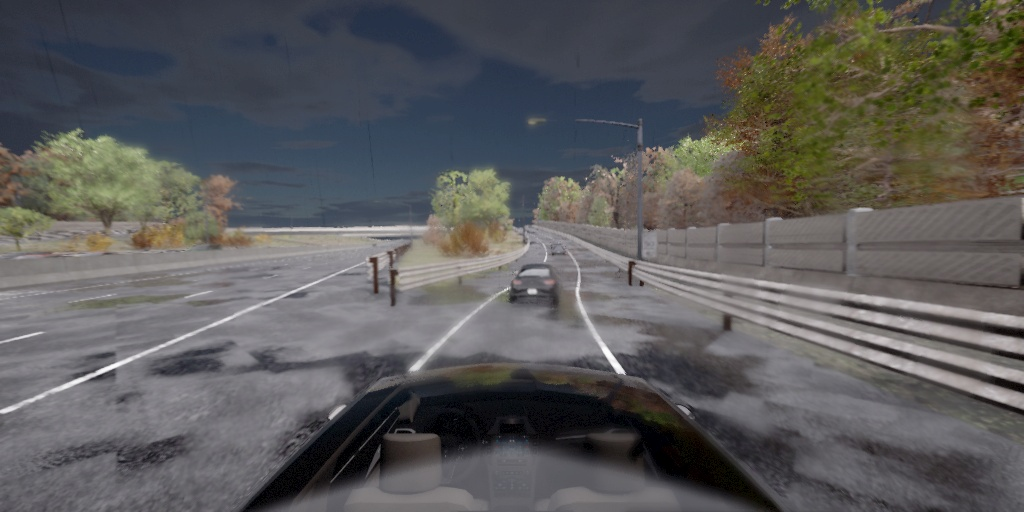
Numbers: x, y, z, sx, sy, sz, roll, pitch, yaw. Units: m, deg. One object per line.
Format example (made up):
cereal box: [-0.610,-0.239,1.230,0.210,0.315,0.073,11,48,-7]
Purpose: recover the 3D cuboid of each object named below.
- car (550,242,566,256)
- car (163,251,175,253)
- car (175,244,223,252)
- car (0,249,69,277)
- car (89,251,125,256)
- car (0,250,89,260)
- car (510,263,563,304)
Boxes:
car: [6.638,-0.782,51.146,1.994,1.385,4.181,-1,5,5]
car: [-40.004,0.076,42.217,1.994,1.385,4.181,-2,3,-15]
car: [-36.462,-0.337,42.492,2.150,2.045,5.566,-2,2,-15]
car: [-35.613,0.485,25.973,2.097,1.767,4.553,-2,3,-15]
car: [-42.114,0.266,36.574,1.882,1.535,5.008,-2,3,-15]
car: [-31.322,0.647,23.505,1.882,1.535,5.008,-2,3,-15]
car: [1.055,1.020,14.626,1.812,1.442,4.674,-1,1,9]
